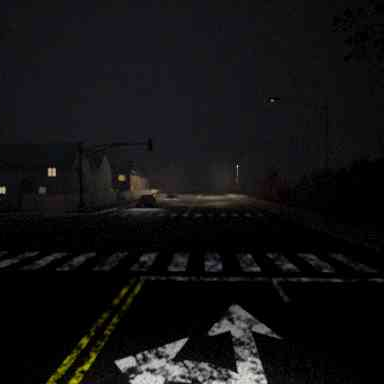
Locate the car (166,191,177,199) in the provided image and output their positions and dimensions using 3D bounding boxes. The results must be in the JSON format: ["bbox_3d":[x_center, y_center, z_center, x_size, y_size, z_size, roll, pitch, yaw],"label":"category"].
[{"bbox_3d":[-3.845,0.629,63.257,1.812,1.442,4.674,0,1,2],"label":"car"}]

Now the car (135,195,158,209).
[{"bbox_3d":[-4.961,1.063,36.795,1.812,1.442,4.674,0,2,2],"label":"car"}]
